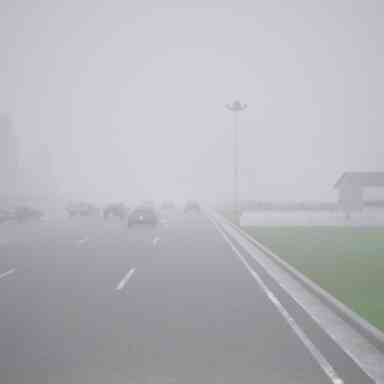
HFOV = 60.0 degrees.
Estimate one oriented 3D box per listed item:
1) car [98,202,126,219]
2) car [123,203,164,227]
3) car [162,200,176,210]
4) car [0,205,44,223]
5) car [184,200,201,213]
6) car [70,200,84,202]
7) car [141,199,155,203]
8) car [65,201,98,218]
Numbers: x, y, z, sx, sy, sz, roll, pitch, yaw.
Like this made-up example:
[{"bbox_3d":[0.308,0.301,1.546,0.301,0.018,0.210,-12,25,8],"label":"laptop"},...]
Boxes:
[{"bbox_3d":[-6.906,1.701,30.944,1.837,1.490,4.892,0,0,0],"label":"car"},{"bbox_3d":[-3.405,1.717,24.231,1.994,1.385,4.181,0,0,0],"label":"car"},{"bbox_3d":[-3.409,1.869,48.376,1.994,1.385,4.181,0,0,0],"label":"car"},{"bbox_3d":[-13.902,1.717,26.869,2.033,1.411,5.357,0,0,-1],"label":"car"},{"bbox_3d":[0.049,1.759,40.094,1.837,1.490,4.892,0,0,0],"label":"car"},{"bbox_3d":[-13.963,1.750,41.062,2.128,1.511,4.902,0,0,0],"label":"car"},{"bbox_3d":[-6.909,1.822,52.480,2.128,1.511,4.902,0,0,0],"label":"car"},{"bbox_3d":[-10.406,1.806,32.582,1.895,1.301,4.718,0,0,0],"label":"car"}]
